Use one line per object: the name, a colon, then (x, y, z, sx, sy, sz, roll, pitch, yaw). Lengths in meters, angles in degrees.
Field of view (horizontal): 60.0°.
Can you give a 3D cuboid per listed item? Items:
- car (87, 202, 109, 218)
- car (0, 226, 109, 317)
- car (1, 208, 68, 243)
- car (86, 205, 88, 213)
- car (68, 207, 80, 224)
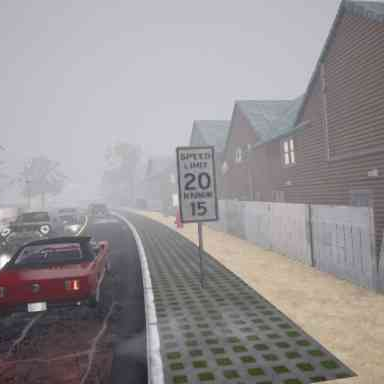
car: (-10.363, 2.006, 37.107, 1.837, 1.490, 4.892, -3, 0, -18)
car: (-3.040, 1.707, 7.891, 1.895, 1.301, 4.718, -3, 0, -10)
car: (-7.748, 1.726, 16.503, 2.097, 1.767, 4.553, -3, 0, -13)
car: (-13.905, 2.200, 46.908, 1.812, 1.442, 4.674, -3, 0, -23)
car: (-11.111, 2.098, 29.797, 2.033, 1.411, 5.357, -3, 0, -16)
